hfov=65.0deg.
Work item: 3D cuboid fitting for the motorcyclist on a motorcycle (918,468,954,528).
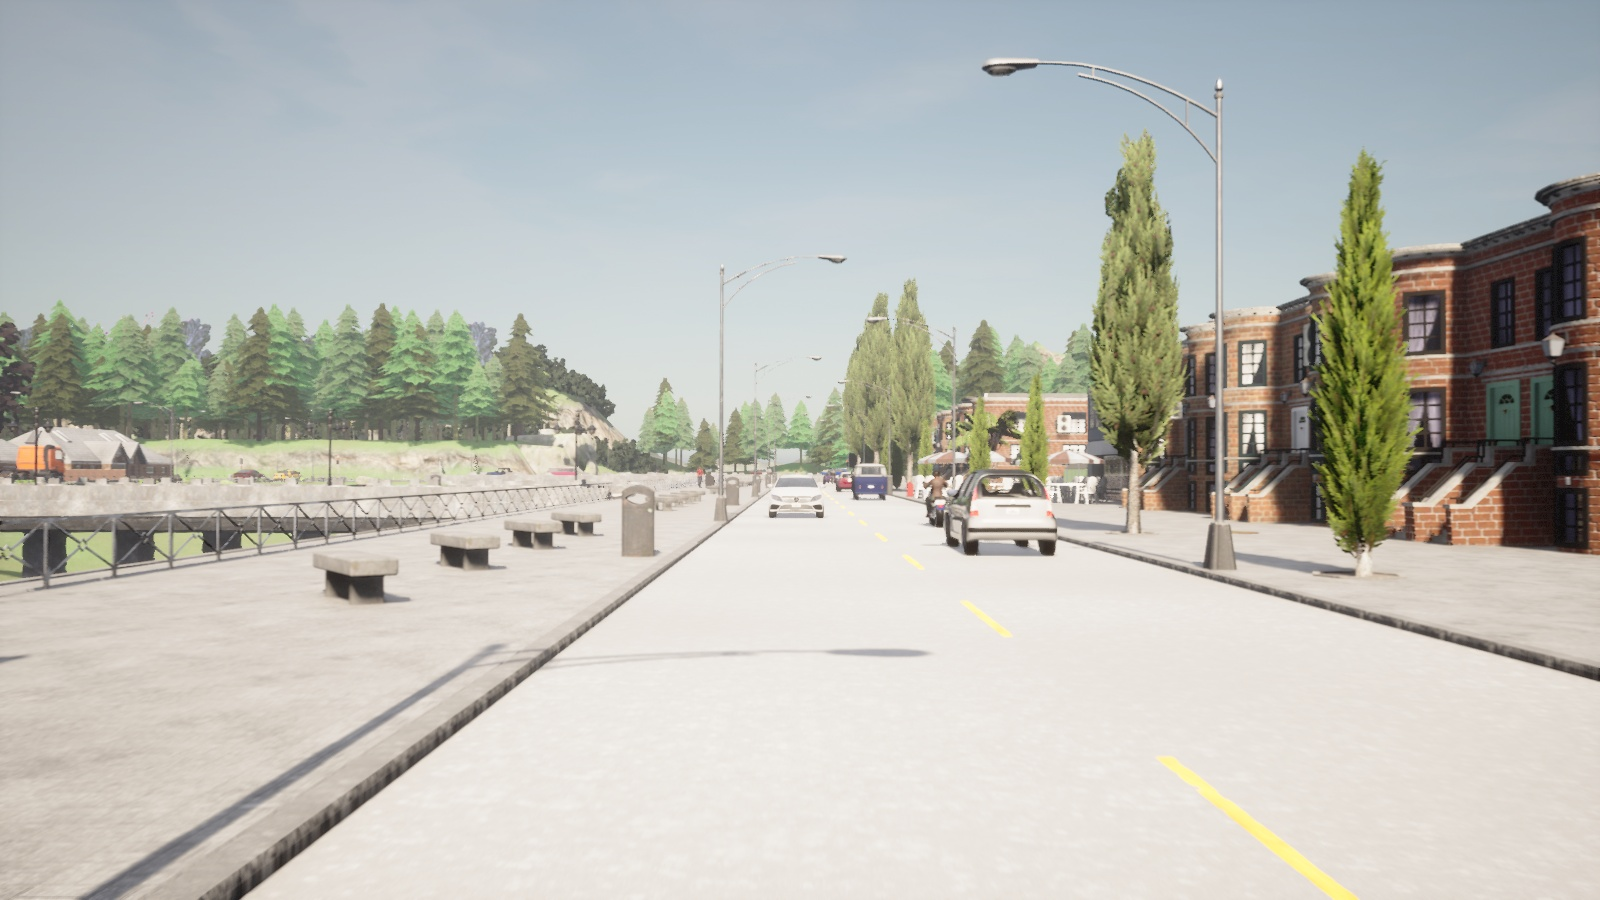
[{"bbox_3d":[3.905,1.354,36.122,0.766,1.649,2.350,0,-1,0],"label":"motorcyclist on a motorcycle"}]

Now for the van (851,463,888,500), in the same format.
[{"bbox_3d":[3.818,1.717,69.590,1.775,1.987,4.442,0,-1,0],"label":"van"}]

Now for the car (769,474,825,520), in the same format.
[{"bbox_3d":[-0.111,1.559,42.871,1.812,1.442,4.674,0,-1,0],"label":"car"}]

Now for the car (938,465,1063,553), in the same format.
[{"bbox_3d":[3.933,1.119,25.229,1.851,1.617,3.988,0,-1,0],"label":"car"}]

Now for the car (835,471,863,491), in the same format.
[{"bbox_3d":[3.750,2.379,96.399,1.970,1.475,3.806,0,-1,0],"label":"car"}]
